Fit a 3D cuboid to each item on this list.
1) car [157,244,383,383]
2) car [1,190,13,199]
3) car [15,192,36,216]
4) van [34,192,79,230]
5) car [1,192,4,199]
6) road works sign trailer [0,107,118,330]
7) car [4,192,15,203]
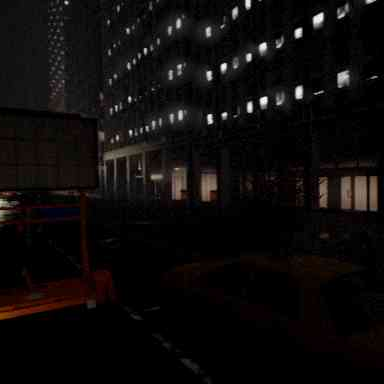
[{"bbox_3d":[1.101,1.375,4.502,1.752,1.417,4.829,-3,2,-31],"label":"car"},{"bbox_3d":[-43.012,0.493,77.254,2.192,1.841,5.009,-3,2,-31],"label":"car"},{"bbox_3d":[-13.550,0.943,28.652,2.192,1.841,5.009,-3,2,-31],"label":"car"},{"bbox_3d":[-7.656,1.058,18.932,1.690,1.788,3.998,-3,2,-31],"label":"van"},{"bbox_3d":[-40.066,0.539,72.394,2.192,1.841,5.009,-3,2,-31],"label":"car"},{"bbox_3d":[-2.891,0.380,5.855,2.380,3.560,2.880,-2,2,-31],"label":"road works sign trailer"},{"bbox_3d":[-28.273,0.954,52.960,2.008,1.369,4.403,-3,2,-31],"label":"car"}]
